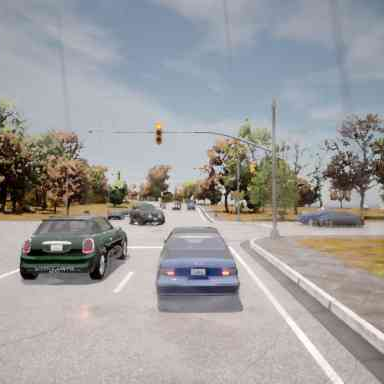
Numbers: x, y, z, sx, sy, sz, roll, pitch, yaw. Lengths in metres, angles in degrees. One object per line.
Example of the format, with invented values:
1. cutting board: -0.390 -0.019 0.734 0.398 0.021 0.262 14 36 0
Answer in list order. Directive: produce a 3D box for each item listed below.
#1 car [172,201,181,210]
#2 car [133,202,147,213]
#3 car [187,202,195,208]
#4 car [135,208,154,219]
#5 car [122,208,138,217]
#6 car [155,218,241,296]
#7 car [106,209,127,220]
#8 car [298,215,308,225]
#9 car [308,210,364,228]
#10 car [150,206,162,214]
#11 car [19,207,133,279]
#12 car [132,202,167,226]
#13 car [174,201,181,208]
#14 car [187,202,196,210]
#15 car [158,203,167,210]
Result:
1. car: -3.662 3.551 77.891 1.895 1.301 4.718 0 0 0
2. car: -10.642 3.218 68.457 2.150 2.045 5.566 0 0 0
3. car: -0.278 3.319 88.016 1.994 1.385 4.181 0 0 -4
4. car: -7.201 3.261 51.065 2.128 1.511 4.902 0 -1 0
5. car: -10.703 3.514 57.539 1.895 1.301 4.718 0 -1 0
6. car: 0.073 1.647 8.955 2.033 1.411 5.357 0 -1 -1
7. car: -10.731 3.216 47.662 2.033 1.411 5.357 0 -2 -3
8. car: 13.179 2.531 33.186 5.008 1.535 1.882 0 -3 -1
9. car: 13.012 2.455 29.691 4.181 1.385 1.994 0 -3 -2
10. car: -7.161 3.518 66.226 1.812 1.442 4.674 0 0 0
11. car: -3.438 1.488 10.572 2.097 1.767 4.553 0 -1 0
12. car: -4.586 2.261 32.858 2.150 2.045 5.566 1 -3 -27
13. car: -3.777 3.263 87.923 1.837 1.490 4.892 0 0 -4
14. car: -0.162 3.479 77.833 1.812 1.442 4.674 0 0 0
15. car: -7.171 3.428 81.416 1.837 1.490 4.892 0 0 0
